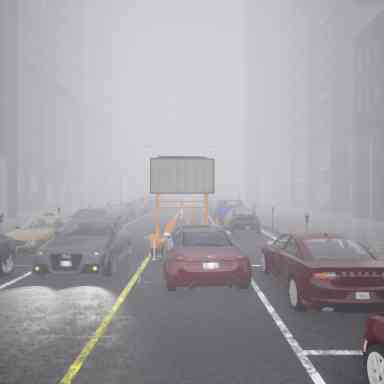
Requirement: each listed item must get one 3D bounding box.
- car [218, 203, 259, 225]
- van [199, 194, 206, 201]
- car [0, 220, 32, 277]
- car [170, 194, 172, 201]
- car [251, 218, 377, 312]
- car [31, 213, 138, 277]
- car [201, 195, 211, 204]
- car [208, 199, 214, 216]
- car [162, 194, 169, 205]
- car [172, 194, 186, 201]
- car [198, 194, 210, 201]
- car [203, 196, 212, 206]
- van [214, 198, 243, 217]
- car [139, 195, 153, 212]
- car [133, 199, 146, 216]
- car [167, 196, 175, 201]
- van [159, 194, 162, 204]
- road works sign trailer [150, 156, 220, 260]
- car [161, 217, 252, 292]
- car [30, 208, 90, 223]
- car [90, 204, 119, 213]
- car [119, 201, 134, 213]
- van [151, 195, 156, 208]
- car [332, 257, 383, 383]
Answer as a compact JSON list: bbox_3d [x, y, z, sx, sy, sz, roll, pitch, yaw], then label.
[{"bbox_3d":[2.782,1.554,18.893,2.008,1.369,4.403,0,0,0],"label":"car"},{"bbox_3d":[2.864,1.436,92.164,1.690,1.788,3.998,0,0,0],"label":"van"},{"bbox_3d":[-5.755,1.566,7.613,1.947,1.339,4.313,0,0,0],"label":"car"},{"bbox_3d":[-5.673,1.619,80.888,1.887,1.381,4.507,0,0,0],"label":"car"},{"bbox_3d":[2.770,1.545,7.621,1.887,1.381,4.507,0,0,0],"label":"car"},{"bbox_3d":[-3.089,1.565,10.135,1.994,1.385,4.181,0,0,0],"label":"car"},{"bbox_3d":[2.820,1.577,52.710,1.887,1.381,4.507,0,0,0],"label":"car"},{"bbox_3d":[2.795,1.561,30.166,2.008,1.369,4.403,0,0,0],"label":"car"},{"bbox_3d":[-5.699,1.354,58.341,2.192,1.841,5.009,0,0,0],"label":"car"},{"bbox_3d":[-2.914,1.629,75.840,1.994,1.385,4.181,0,0,0],"label":"car"},{"bbox_3d":[2.832,1.362,63.983,2.192,1.841,5.009,0,0,0],"label":"car"},{"bbox_3d":[2.808,1.571,41.438,2.008,1.369,4.403,0,0,0],"label":"car"},{"bbox_3d":[2.788,1.348,24.529,1.690,1.788,3.998,0,0,0],"label":"van"},{"bbox_3d":[-5.724,1.455,35.796,1.967,1.590,4.097,0,0,0],"label":"car"},{"bbox_3d":[-5.730,1.576,30.159,1.947,1.339,4.313,0,0,0],"label":"car"},{"bbox_3d":[-5.660,1.661,92.161,1.947,1.339,4.313,0,0,0],"label":"car"},{"bbox_3d":[-5.712,1.367,47.069,1.690,1.788,3.998,0,0,0],"label":"van"},{"bbox_3d":[-0.377,0.466,12.465,2.380,3.560,2.880,0,0,-5],"label":"road works sign trailer"},{"bbox_3d":[0.204,1.565,9.016,1.994,1.385,4.181,0,-1,-6],"label":"car"},{"bbox_3d":[-5.749,1.527,13.079,1.752,1.417,4.829,0,0,0],"label":"car"},{"bbox_3d":[-5.743,1.569,18.885,1.947,1.339,4.313,0,0,0],"label":"car"},{"bbox_3d":[-5.736,1.588,24.523,1.802,1.307,4.206,0,0,0],"label":"car"},{"bbox_3d":[-5.718,1.361,41.432,1.690,1.788,3.998,0,0,0],"label":"van"},{"bbox_3d":[2.763,1.545,1.984,1.887,1.381,4.507,0,0,0],"label":"car"}]
